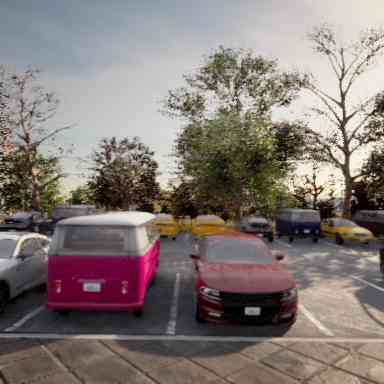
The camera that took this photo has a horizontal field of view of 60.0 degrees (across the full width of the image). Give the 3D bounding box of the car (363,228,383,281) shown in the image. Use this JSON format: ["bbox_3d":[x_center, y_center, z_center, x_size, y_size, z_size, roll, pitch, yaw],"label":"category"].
[{"bbox_3d":[6.524,1.904,8.015,2.163,1.488,4.792,1,-2,-1],"label":"car"}]

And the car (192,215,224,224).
[{"bbox_3d":[1.019,2.195,21.058,2.097,1.535,5.008,1,-2,-1],"label":"car"}]

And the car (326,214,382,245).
[{"bbox_3d":[9.331,2.339,20.964,1.946,1.575,5.366,1,-2,-1],"label":"car"}]

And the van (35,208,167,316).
[{"bbox_3d":[-1.799,1.500,8.084,1.878,1.987,4.442,1,-2,-1],"label":"van"}]

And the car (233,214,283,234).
[{"bbox_3d":[3.788,2.247,21.086,2.231,1.521,4.892,1,-2,-1],"label":"car"}]

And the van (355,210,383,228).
[{"bbox_3d":[12.101,2.169,21.068,1.878,1.987,4.442,1,-2,-1],"label":"van"}]

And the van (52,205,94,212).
[{"bbox_3d":[-7.288,1.820,21.102,1.878,1.987,4.442,1,-2,-1],"label":"van"}]

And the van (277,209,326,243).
[{"bbox_3d":[6.561,2.075,21.244,1.878,1.987,4.442,1,-2,-1],"label":"van"}]

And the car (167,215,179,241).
[{"bbox_3d":[-1.876,2.141,21.028,2.097,1.535,5.008,1,-2,-1],"label":"car"}]

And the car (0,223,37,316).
[{"bbox_3d":[-4.578,1.711,7.933,2.002,1.452,4.674,1,-2,-1],"label":"car"}]

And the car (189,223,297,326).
[{"bbox_3d":[0.974,1.773,7.994,2.097,1.535,5.008,1,-2,-1],"label":"car"}]

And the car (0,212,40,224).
[{"bbox_3d":[-10.061,1.992,20.943,2.231,1.521,4.892,1,-2,-1],"label":"car"}]
